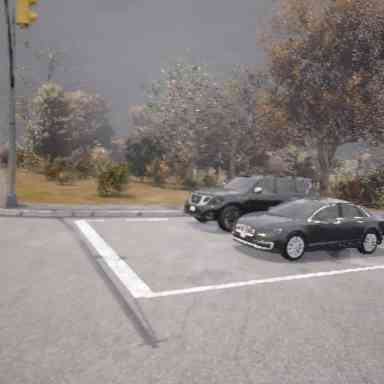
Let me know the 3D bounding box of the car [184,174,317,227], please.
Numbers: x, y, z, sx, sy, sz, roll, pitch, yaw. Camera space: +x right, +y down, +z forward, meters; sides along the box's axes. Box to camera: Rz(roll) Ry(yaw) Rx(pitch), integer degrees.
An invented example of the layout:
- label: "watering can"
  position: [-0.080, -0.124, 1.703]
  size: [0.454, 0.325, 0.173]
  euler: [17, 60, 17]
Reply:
- label: "car"
  position: [2.505, 0.320, 13.034]
  size: [5.566, 2.045, 2.150]
  euler: [2, 5, -27]

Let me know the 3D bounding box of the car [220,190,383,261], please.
- label: "car"
  position: [3.495, 0.932, 9.660]
  size: [4.892, 1.490, 1.837]
  euler: [2, 5, -27]
